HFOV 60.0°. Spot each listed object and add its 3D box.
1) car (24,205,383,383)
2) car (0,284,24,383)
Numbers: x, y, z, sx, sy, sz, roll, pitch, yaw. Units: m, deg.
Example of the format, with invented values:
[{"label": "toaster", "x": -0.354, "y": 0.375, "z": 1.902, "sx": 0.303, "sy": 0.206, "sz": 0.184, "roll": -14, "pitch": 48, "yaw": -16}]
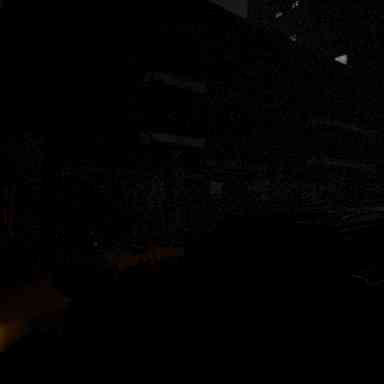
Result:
[{"label": "car", "x": 1.280, "y": 1.222, "z": 3.983, "sx": 5.566, "sy": 2.045, "sz": 2.150, "roll": 0, "pitch": 0, "yaw": -36}, {"label": "car", "x": -1.077, "y": 1.527, "z": 5.304, "sx": 4.829, "sy": 1.417, "sz": 1.752, "roll": 0, "pitch": 2, "yaw": -35}]
